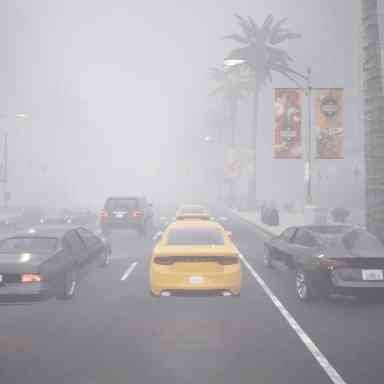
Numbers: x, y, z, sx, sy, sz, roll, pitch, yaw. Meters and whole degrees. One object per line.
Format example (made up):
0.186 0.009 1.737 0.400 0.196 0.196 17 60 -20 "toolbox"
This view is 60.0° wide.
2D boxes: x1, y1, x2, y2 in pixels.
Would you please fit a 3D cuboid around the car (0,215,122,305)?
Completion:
-3.424 1.547 8.294 2.033 1.411 5.357 0 0 0 "car"

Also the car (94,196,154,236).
-3.467 1.222 18.565 2.150 2.045 5.566 0 0 0 "car"

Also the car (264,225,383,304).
3.164 1.513 8.227 2.161 1.482 4.786 0 0 -1 "car"

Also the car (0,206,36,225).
-10.594 1.547 20.410 2.033 1.411 5.357 0 0 0 "car"

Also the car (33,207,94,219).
-7.104 1.601 19.512 1.895 1.301 4.718 0 0 0 "car"

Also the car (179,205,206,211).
0.031 1.478 18.836 1.882 1.535 5.008 0 0 0 "car"

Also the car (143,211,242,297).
0.070 1.478 8.637 1.882 1.535 5.008 0 0 0 "car"
